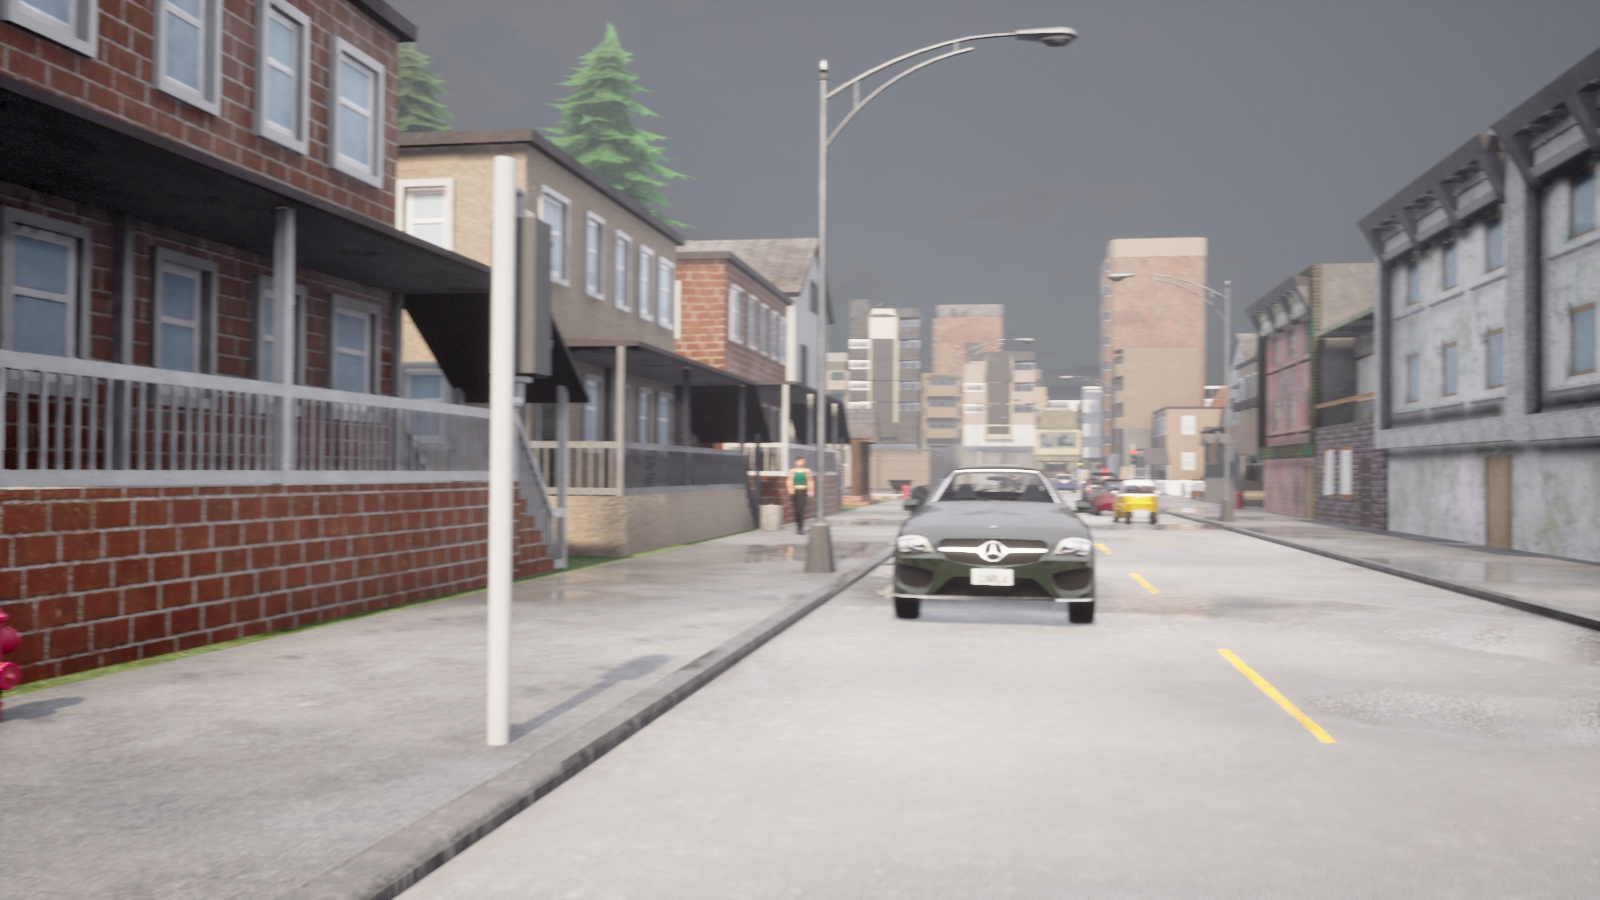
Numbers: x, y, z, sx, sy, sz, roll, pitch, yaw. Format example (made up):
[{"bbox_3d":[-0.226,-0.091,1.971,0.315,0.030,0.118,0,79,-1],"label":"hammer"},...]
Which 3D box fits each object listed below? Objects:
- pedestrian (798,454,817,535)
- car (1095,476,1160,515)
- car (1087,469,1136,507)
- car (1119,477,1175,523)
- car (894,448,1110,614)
[{"bbox_3d":[0.183,1.008,28.650,0.345,1.836,0.594,0,-1,10],"label":"pedestrian"},{"bbox_3d":[12.238,1.674,47.177,1.994,1.385,4.181,0,-1,10],"label":"car"},{"bbox_3d":[13.685,1.646,55.326,1.851,1.617,3.988,0,-1,10],"label":"car"},{"bbox_3d":[10.837,1.533,39.343,1.481,1.376,2.207,0,-1,10],"label":"car"},{"bbox_3d":[2.459,0.849,15.134,2.152,1.651,5.027,0,-1,10],"label":"car"}]
